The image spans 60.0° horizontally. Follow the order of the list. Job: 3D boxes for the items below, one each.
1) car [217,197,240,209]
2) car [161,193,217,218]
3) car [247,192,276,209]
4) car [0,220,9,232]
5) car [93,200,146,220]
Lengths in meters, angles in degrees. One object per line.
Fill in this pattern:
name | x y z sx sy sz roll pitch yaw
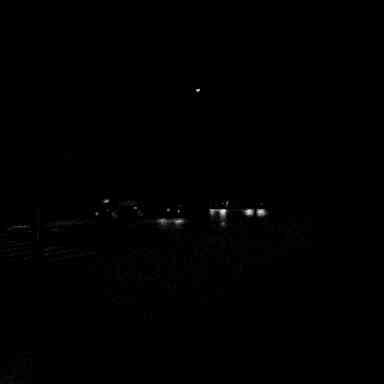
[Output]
car | 4.318 1.357 42.185 1.837 1.490 4.892 0 0 36
car | -0.385 1.116 29.930 2.150 2.045 5.566 0 1 35
car | 9.164 1.048 43.392 2.150 2.045 5.566 0 0 34
car | -11.065 1.580 14.891 1.895 1.301 4.718 0 0 35
car | -5.947 1.417 27.727 2.128 1.511 4.902 0 0 35
